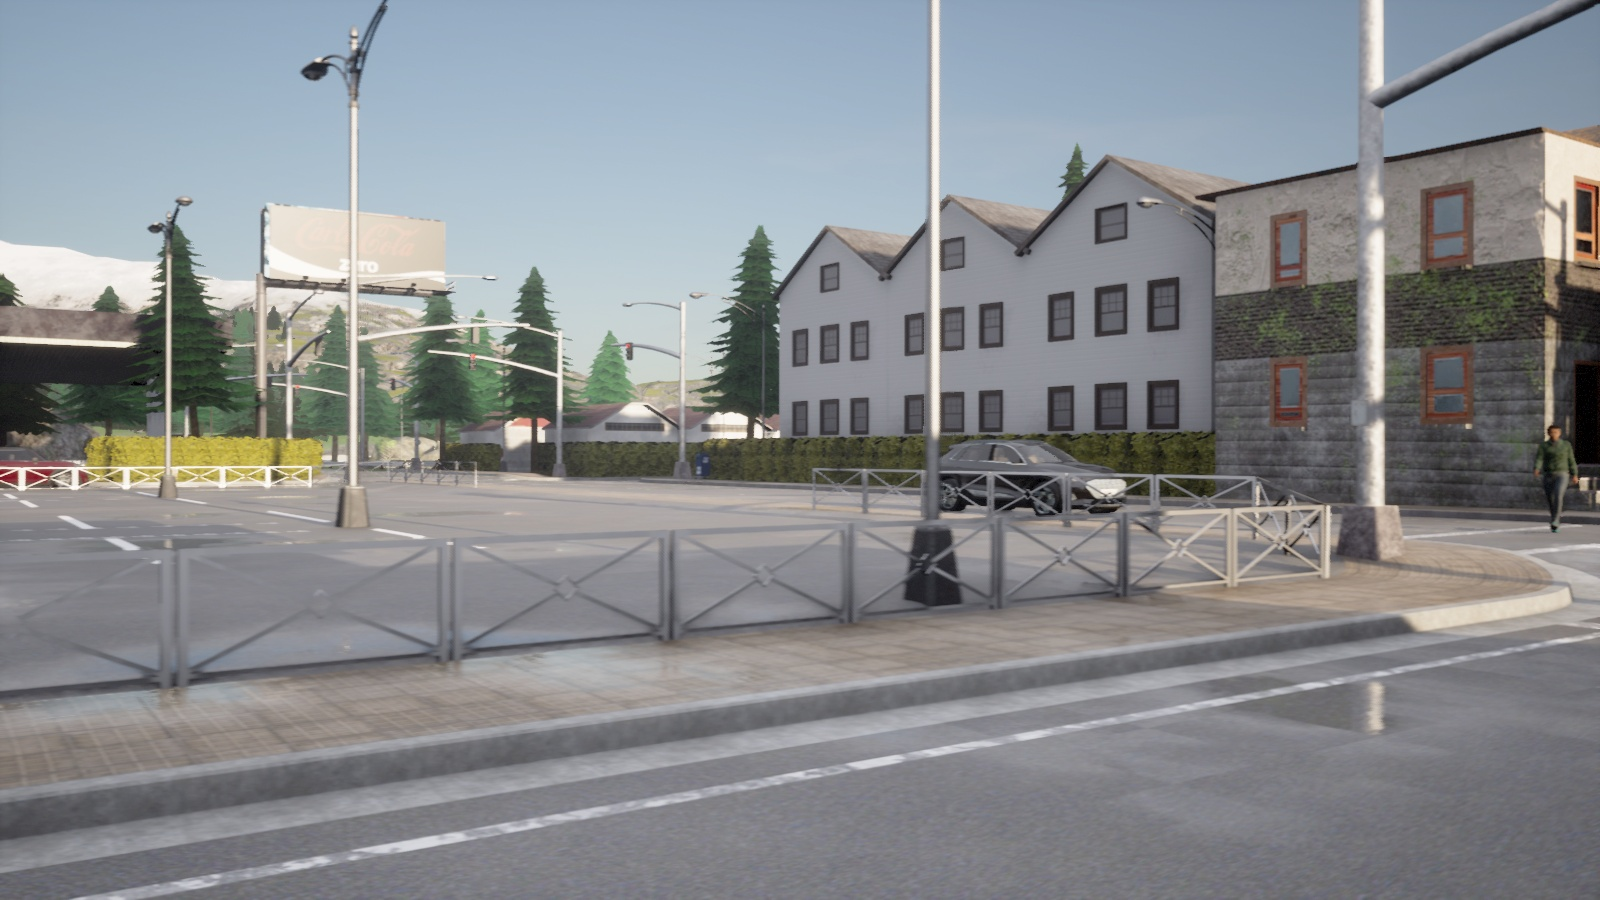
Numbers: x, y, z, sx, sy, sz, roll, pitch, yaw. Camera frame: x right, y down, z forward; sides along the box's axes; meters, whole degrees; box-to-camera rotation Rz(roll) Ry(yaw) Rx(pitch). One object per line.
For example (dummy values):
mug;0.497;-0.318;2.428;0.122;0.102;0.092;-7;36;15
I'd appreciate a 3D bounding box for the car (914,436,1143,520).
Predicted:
car;4.808;0.555;27.127;2.033;1.649;4.856;0;0;-35

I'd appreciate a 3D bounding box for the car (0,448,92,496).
car;-29.424;0.797;47.361;4.553;1.767;2.097;0;0;-35

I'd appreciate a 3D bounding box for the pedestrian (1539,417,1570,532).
pedestrian;12.349;0.390;20.554;0.353;1.847;0.614;0;0;39
